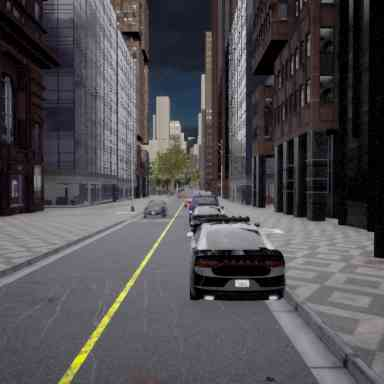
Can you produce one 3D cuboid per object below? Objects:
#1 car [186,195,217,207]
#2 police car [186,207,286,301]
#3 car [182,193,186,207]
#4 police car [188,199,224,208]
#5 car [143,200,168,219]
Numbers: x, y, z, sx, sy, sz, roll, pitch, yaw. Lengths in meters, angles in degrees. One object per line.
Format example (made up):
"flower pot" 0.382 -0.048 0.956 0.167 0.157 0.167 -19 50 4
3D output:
"car" 0.873 1.208 24.419 2.150 2.045 5.566 0 0 0
"police car" 0.891 1.421 8.499 1.930 1.638 5.238 0 0 0
"car" -0.006 1.302 48.728 2.097 1.767 4.553 0 0 0
"police car" 0.879 1.414 18.500 1.930 1.638 5.238 0 0 0
"car" -3.134 1.482 29.367 1.837 1.490 4.892 0 0 0
